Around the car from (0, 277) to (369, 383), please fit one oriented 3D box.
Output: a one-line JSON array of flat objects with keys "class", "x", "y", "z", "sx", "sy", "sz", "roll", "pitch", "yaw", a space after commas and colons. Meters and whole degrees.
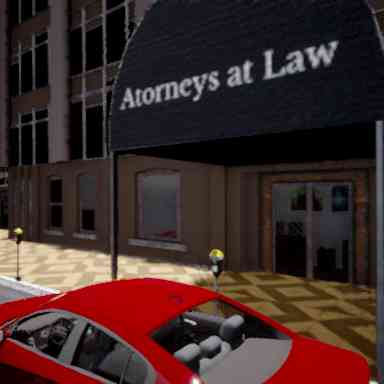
[{"class": "car", "x": -0.739, "y": 1.561, "z": 3.246, "sx": 4.507, "sy": 1.381, "sz": 1.887, "roll": 0, "pitch": 0, "yaw": 36}]
